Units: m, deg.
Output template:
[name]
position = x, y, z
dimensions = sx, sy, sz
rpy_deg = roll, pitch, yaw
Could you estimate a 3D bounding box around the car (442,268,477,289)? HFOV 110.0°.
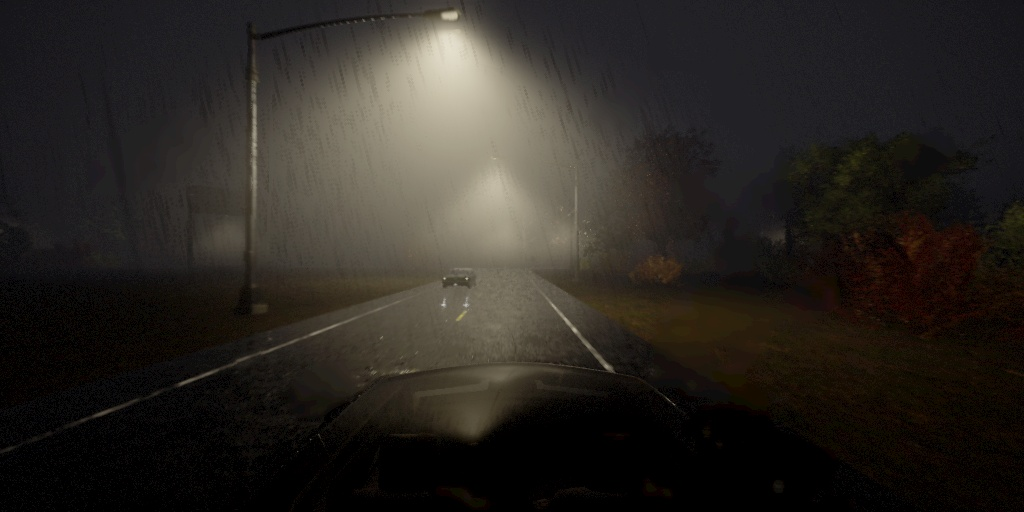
[car]
position = -3.594, 1.535, 25.049
dimensions = 1.895, 1.301, 4.718
rpy_deg = 0, 0, 0
